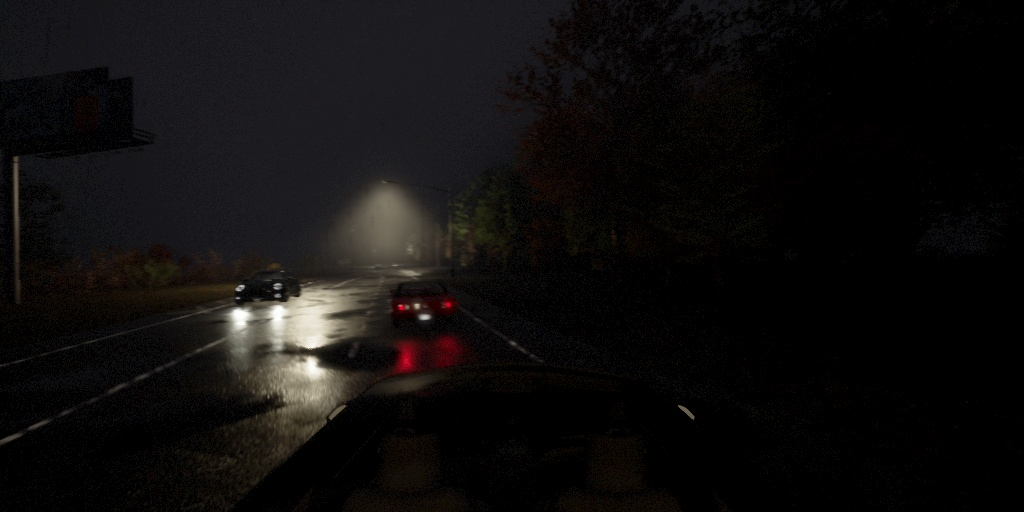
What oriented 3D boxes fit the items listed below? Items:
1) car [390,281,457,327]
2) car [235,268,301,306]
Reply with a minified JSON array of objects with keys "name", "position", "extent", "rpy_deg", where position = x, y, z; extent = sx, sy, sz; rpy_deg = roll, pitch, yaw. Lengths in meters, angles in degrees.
[{"name":"car","position":[-3.223,1.507,12.450],"extent":[1.895,1.301,4.718],"rpy_deg":[-1,0,-19]},{"name":"car","position":[-12.991,1.560,19.345],"extent":[2.097,1.767,4.553],"rpy_deg":[-1,0,-19]}]
